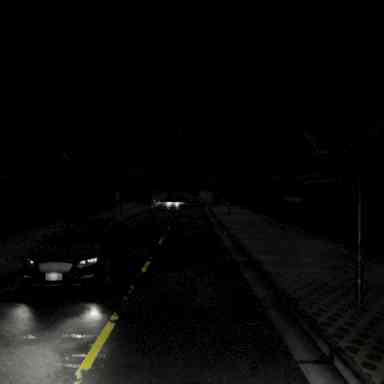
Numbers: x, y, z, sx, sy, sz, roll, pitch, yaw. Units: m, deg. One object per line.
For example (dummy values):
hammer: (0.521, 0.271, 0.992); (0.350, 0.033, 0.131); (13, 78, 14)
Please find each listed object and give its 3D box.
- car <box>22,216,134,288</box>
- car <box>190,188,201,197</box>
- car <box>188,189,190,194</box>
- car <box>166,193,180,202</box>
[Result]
car: (-2.853, 1.473, 9.305); (2.128, 1.511, 4.902); (0, 0, 0)
car: (0.947, 0.266, 74.609); (1.812, 1.442, 4.674); (0, 1, 0)
car: (-0.020, -0.228, 92.529); (2.033, 1.411, 5.357); (0, 1, 0)
car: (-2.839, 0.846, 50.752); (1.994, 1.385, 4.181); (0, 1, 0)
